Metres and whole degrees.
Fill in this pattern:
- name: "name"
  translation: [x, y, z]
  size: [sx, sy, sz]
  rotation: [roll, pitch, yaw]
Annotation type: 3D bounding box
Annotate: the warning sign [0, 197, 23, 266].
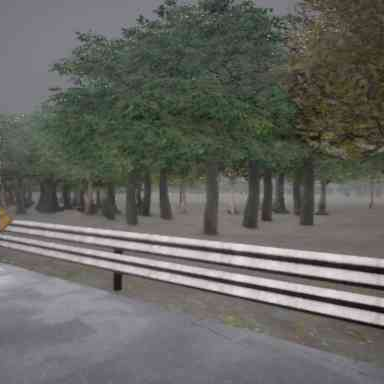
- name: "warning sign"
  translation: [-5.704, 1.092, 9.397]
  size: [1.060, 1.860, 1.300]
  rotation: [0, 0, 37]
